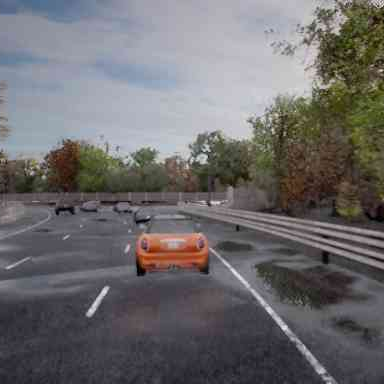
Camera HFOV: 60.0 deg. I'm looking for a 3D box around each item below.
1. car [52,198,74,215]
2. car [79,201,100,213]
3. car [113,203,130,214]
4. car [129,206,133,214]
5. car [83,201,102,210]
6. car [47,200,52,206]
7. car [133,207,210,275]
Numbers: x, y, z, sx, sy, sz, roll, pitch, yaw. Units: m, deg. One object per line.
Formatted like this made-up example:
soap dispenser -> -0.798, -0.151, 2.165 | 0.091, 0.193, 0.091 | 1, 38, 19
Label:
car -> -16.741, 1.866, 43.652 | 2.150, 2.045, 5.566 | 0, -1, -25
car -> -15.166, 2.266, 48.348 | 1.994, 1.385, 4.181 | 0, -1, -26
car -> -9.183, 2.168, 43.872 | 2.033, 1.411, 5.357 | 0, -1, -23
car -> -3.856, 1.951, 27.824 | 1.994, 1.385, 4.181 | 0, -1, -14
car -> -18.095, 2.364, 60.258 | 2.128, 1.511, 4.902 | 0, -1, -32
car -> -32.845, 2.655, 79.107 | 5.008, 1.535, 1.882 | -1, -1, 44
car -> -0.712, 1.506, 11.197 | 2.097, 1.767, 4.553 | 0, -1, -6
